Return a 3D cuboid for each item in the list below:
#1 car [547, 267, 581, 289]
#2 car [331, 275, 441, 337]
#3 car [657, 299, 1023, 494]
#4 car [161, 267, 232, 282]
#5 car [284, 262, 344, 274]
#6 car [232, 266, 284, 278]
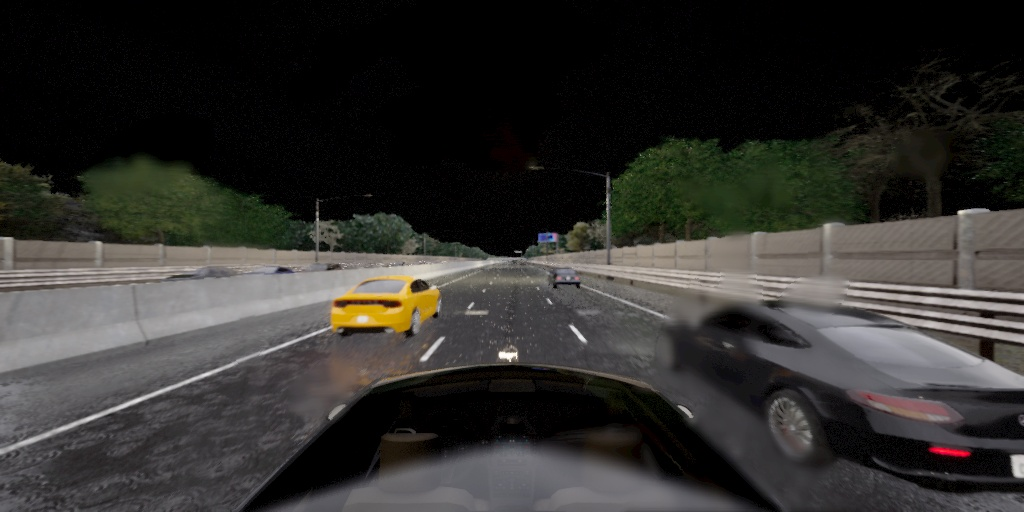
[{"bbox_3d":[3.603,1.507,25.542,2.033,1.411,5.357,0,-1,0],"label":"car"},{"bbox_3d":[-3.397,1.306,10.637,1.882,1.535,5.008,0,-1,0],"label":"car"},{"bbox_3d":[3.602,1.302,4.779,1.812,1.442,4.674,0,-1,0],"label":"car"},{"bbox_3d":[-21.090,1.502,24.860,2.033,1.411,5.357,0,0,0],"label":"car"},{"bbox_3d":[-14.087,1.320,26.397,2.097,1.767,4.553,0,-1,0],"label":"car"},{"bbox_3d":[-17.588,1.492,26.239,1.812,1.442,4.674,0,-1,0],"label":"car"}]
